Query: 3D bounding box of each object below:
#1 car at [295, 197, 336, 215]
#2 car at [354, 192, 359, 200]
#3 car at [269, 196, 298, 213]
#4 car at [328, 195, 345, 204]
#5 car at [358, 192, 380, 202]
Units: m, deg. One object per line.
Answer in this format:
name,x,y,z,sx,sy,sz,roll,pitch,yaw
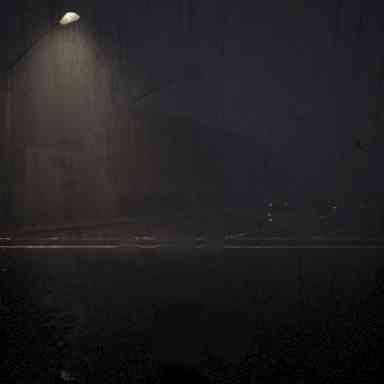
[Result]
car,12.057,1.455,32.313,1.994,1.385,4.181,-1,1,39
car,31.392,0.741,61.403,1.882,1.535,5.008,-1,0,39
car,9.964,1.257,35.284,2.097,1.767,4.553,0,1,39
car,20.536,1.071,48.239,1.895,1.301,4.718,-1,1,39
car,27.722,0.788,51.489,1.837,1.490,4.892,-1,0,39
